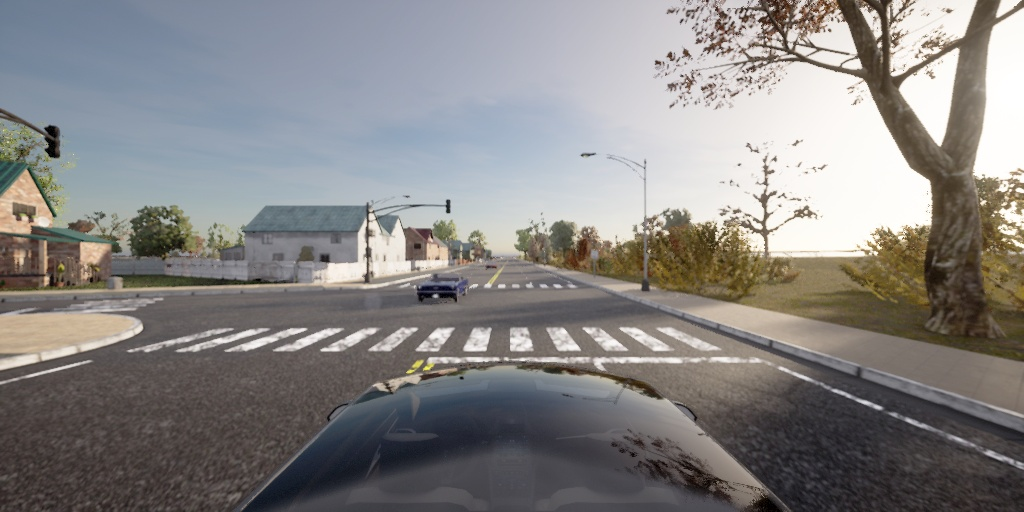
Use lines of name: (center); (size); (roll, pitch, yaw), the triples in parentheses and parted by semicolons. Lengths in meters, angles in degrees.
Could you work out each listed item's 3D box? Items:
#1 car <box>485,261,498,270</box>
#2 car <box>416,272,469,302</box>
car: (-3.515, 1.606, 61.646); (1.882, 1.535, 5.008); (0, 0, 0)
car: (-3.320, 1.457, 17.798); (1.895, 1.301, 4.718); (0, 0, 0)
